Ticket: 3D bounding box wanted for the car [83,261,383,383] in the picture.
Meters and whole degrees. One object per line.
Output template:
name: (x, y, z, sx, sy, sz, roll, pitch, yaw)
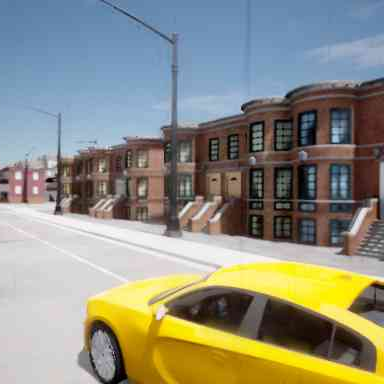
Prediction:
car: (0.781, 1.533, 3.620, 5.008, 1.535, 1.882, 0, 0, 40)
